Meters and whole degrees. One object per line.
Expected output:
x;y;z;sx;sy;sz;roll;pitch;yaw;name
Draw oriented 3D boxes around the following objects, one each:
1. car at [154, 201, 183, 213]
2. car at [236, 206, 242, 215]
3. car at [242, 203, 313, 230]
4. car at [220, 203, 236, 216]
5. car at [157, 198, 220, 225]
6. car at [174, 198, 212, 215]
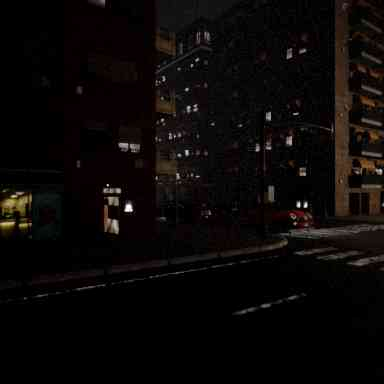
-3.262;2.025;45.623;2.008;1.369;4.403;-1;0;-36;car
6.621;1.844;32.157;1.802;1.307;4.206;-1;0;-36;car
5.936;1.530;22.745;2.097;1.767;4.553;0;-1;-33;car
3.327;1.899;36.645;1.947;1.339;4.313;-1;0;-36;car
-0.376;1.586;27.068;2.192;1.841;5.009;-1;0;-36;car
0.027;1.718;41.135;2.192;1.841;5.009;-1;0;-36;car
